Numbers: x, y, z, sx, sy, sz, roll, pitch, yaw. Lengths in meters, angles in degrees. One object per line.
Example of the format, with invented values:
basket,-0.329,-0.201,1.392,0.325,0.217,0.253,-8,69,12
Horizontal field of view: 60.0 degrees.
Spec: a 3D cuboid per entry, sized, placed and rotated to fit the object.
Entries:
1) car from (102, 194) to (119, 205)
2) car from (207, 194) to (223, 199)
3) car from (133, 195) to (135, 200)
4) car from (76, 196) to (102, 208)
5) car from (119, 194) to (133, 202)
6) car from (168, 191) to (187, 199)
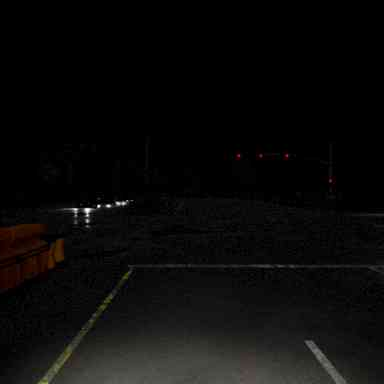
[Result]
car,-14.023,1.134,54.672,2.097,1.767,4.553,0,0,0
car,6.999,1.146,94.647,2.033,1.411,5.357,0,0,-18
car,-14.552,1.203,78.463,2.128,1.511,4.902,0,0,-6
car,-14.047,1.331,44.641,1.837,1.490,4.892,0,0,0
car,-13.936,1.220,67.177,2.128,1.511,4.902,0,0,0
car,-4.171,0.822,95.213,2.150,2.045,5.566,0,0,-22
